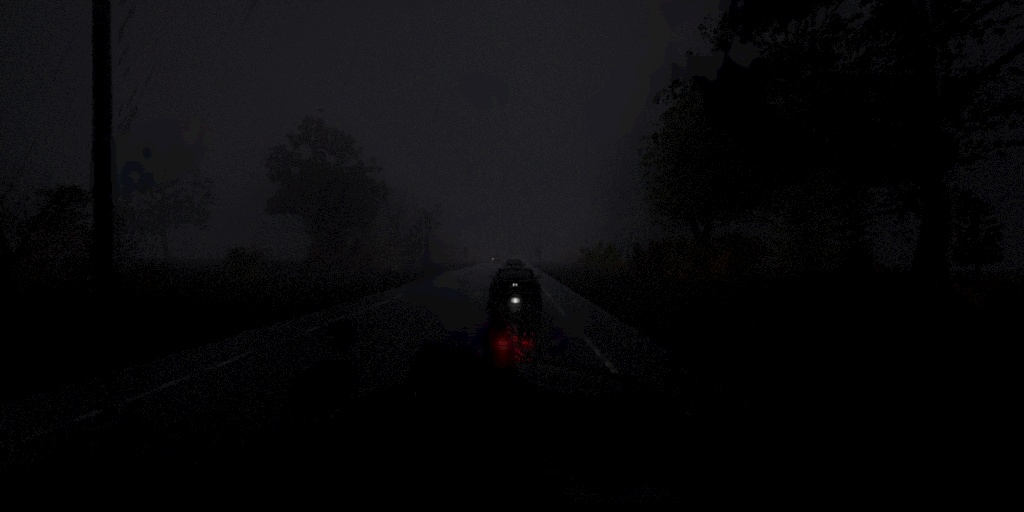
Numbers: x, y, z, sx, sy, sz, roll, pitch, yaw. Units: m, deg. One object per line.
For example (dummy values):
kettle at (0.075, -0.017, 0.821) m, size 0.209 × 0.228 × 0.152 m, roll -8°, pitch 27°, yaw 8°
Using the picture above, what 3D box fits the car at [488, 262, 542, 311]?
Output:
car at (0.115, 1.165, 13.964) m, size 1.837 × 1.490 × 4.892 m, roll 0°, pitch 0°, yaw 0°

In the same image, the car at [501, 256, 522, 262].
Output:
car at (0.189, 1.031, 32.098) m, size 1.837 × 1.490 × 4.892 m, roll 0°, pitch 0°, yaw 0°
